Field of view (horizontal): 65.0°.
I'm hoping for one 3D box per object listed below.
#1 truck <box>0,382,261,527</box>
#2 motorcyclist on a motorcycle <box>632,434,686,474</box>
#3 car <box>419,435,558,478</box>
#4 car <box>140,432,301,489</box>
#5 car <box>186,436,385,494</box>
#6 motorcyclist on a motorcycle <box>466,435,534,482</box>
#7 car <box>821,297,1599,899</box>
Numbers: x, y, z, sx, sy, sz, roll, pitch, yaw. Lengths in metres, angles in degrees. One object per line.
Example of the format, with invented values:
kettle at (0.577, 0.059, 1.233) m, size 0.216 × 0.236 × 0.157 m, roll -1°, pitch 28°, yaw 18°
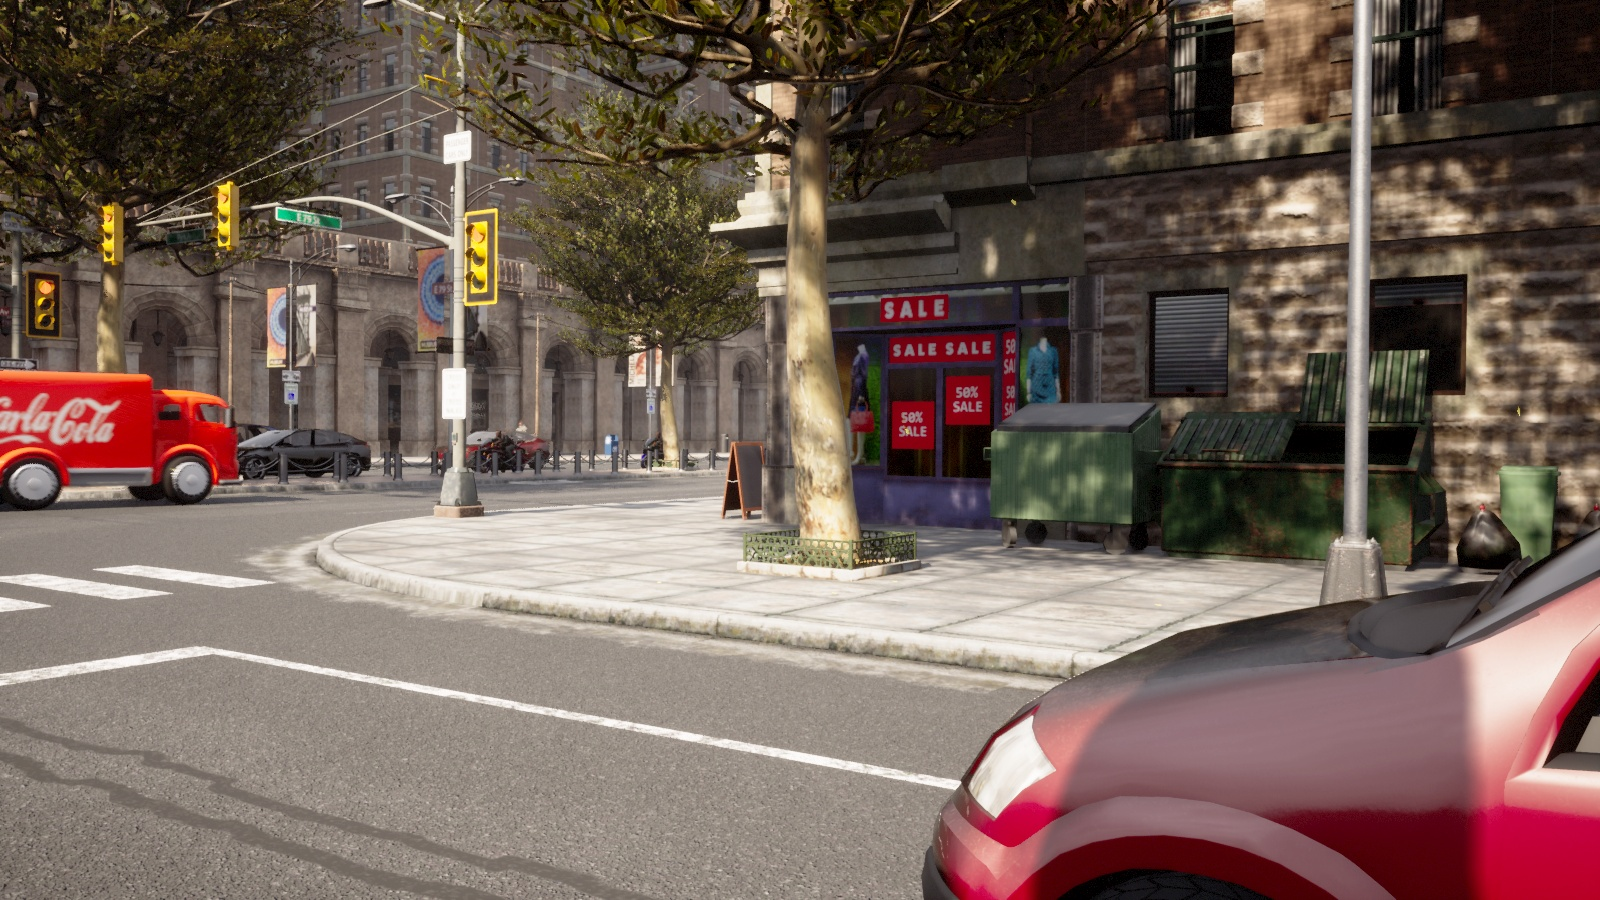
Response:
truck at (-13.296, 0.043, 23.541) m, size 2.627 × 2.467 × 5.204 m, roll 1°, pitch 1°, yaw 43°
motorcyclist on a motorcycle at (-5.495, 0.145, 49.164) m, size 0.866 × 1.530 × 2.191 m, roll 0°, pitch 1°, yaw 34°
car at (-11.471, 0.199, 46.551) m, size 2.163 × 1.488 × 4.792 m, roll 0°, pitch 1°, yaw 34°
car at (-17.354, 0.271, 37.773) m, size 1.851 × 1.617 × 3.988 m, roll 0°, pitch 1°, yaw 35°
car at (-14.508, 0.375, 35.676) m, size 2.163 × 1.488 × 4.792 m, roll 0°, pitch 1°, yaw 35°
motorcyclist on a motorcycle at (-10.093, 0.280, 42.330) m, size 0.866 × 1.530 × 2.191 m, roll 0°, pitch 1°, yaw 34°
car at (2.221, 0.580, 2.146) m, size 3.988 × 1.617 × 1.851 m, roll 0°, pitch 1°, yaw 34°
